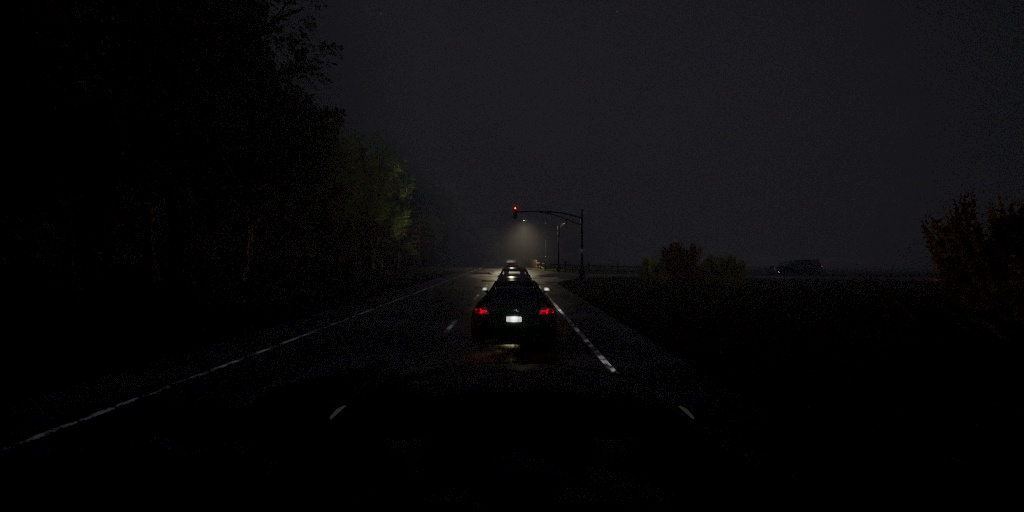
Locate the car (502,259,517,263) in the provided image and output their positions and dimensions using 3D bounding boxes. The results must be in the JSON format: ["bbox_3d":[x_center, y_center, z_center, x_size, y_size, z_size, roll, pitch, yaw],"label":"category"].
[{"bbox_3d":[-0.028,1.303,56.193,2.033,1.411,5.357,0,0,2],"label":"car"}]

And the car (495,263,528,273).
[{"bbox_3d":[0.120,1.301,18.844,2.033,1.411,5.357,0,0,0],"label":"car"}]

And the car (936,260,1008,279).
[{"bbox_3d":[48.591,1.498,38.024,5.566,2.045,2.150,1,-1,0],"label":"car"}]

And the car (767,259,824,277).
[{"bbox_3d":[32.891,1.384,41.712,5.566,2.045,2.150,0,-1,0],"label":"car"}]

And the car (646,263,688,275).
[{"bbox_3d":[18.048,1.495,41.812,4.902,1.511,2.128,1,-1,1],"label":"car"}]

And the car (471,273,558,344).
[{"bbox_3d":[0.092,1.316,9.640,1.994,1.385,4.181,0,0,1],"label":"car"}]
